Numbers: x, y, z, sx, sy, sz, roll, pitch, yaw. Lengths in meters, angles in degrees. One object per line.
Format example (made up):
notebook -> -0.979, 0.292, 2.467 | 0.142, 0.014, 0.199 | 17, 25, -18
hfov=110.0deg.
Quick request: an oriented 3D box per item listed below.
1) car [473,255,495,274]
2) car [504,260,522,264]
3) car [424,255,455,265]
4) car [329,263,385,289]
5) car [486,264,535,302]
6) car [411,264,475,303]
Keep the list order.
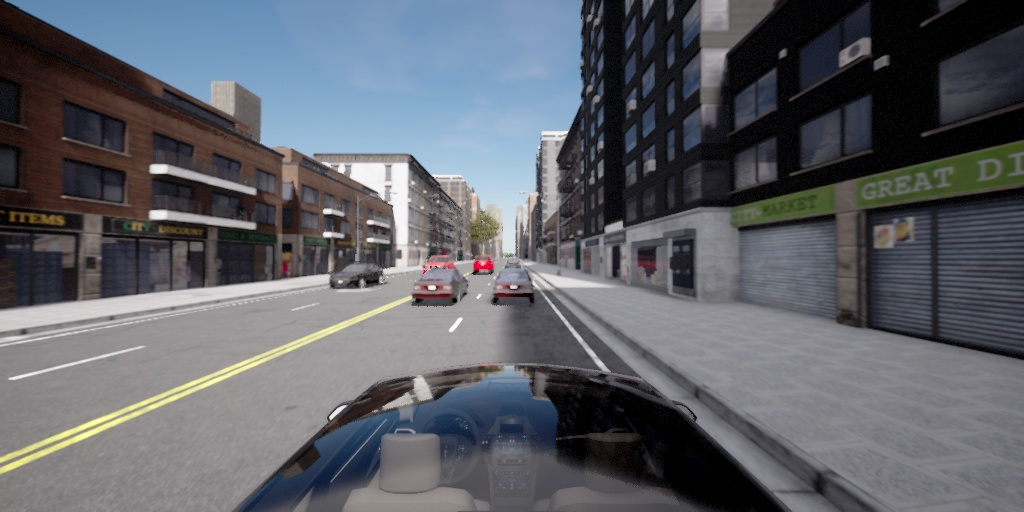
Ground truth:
car -> -3.147, 0.950, 40.772 | 2.150, 2.045, 5.566 | 0, 0, 0
car -> 0.103, 1.218, 43.528 | 2.128, 1.511, 4.902 | 0, 0, 0
car -> -6.581, 0.952, 32.755 | 2.150, 2.045, 5.566 | 0, 0, 0
car -> -9.845, 1.216, 23.081 | 1.882, 1.535, 5.008 | 0, 0, 0
car -> 0.082, 1.289, 16.913 | 2.033, 1.411, 5.357 | 0, 0, 0
car -> -3.164, 1.290, 16.691 | 2.033, 1.411, 5.357 | 0, 0, 0
